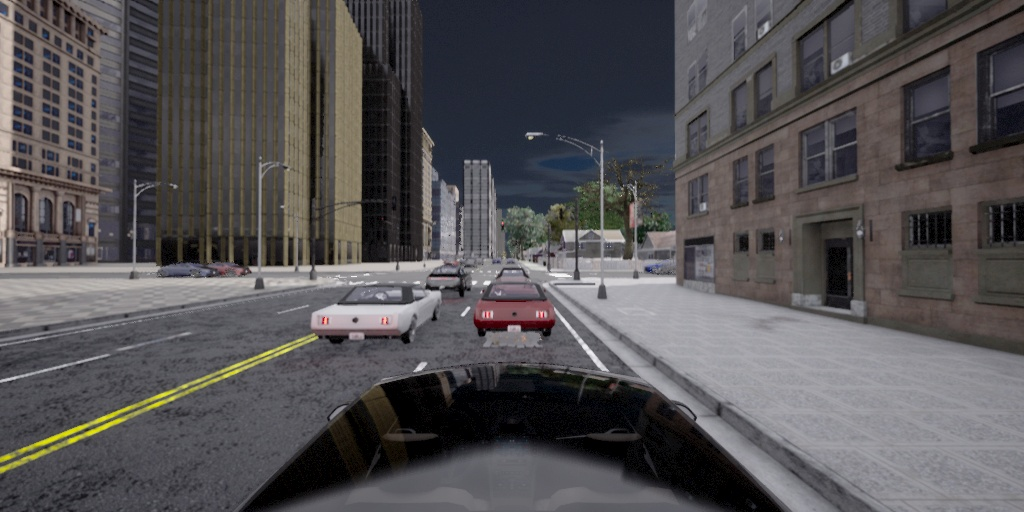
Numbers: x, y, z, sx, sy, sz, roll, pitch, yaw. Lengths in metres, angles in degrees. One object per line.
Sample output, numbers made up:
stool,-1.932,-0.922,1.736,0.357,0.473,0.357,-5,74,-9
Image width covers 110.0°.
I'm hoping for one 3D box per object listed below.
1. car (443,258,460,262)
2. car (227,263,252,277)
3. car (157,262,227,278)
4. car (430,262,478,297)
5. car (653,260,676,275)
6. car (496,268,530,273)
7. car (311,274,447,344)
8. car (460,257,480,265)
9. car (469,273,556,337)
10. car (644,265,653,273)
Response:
car,-9.998,1.078,58.410,2.097,1.767,4.553,0,0,0
car,-27.324,1.288,34.069,4.181,1.385,1.994,0,-1,-4
car,-27.669,1.256,30.788,4.181,1.385,1.994,0,-1,-4
car,-3.202,1.235,18.801,2.128,1.511,4.902,0,0,0
car,18.110,1.246,38.051,4.902,1.511,2.128,0,-1,0
car,0.045,1.307,19.025,1.994,1.385,4.181,0,0,0
car,-3.178,1.348,9.548,1.895,1.301,4.718,0,0,0
car,-6.748,1.229,58.280,1.837,1.490,4.892,0,0,0
car,0.056,1.346,10.268,1.895,1.301,4.718,0,0,0
car,17.793,1.264,41.302,5.008,1.535,1.882,0,-1,0
